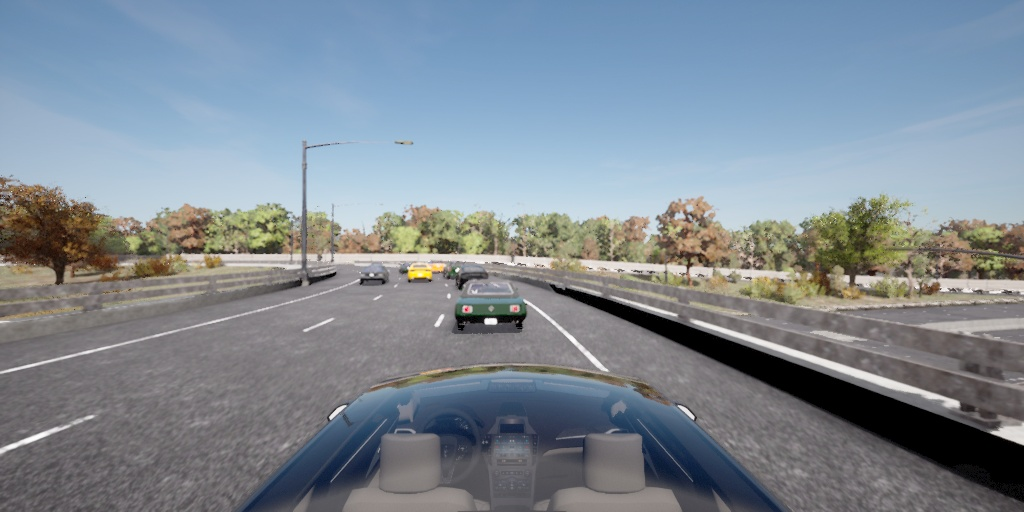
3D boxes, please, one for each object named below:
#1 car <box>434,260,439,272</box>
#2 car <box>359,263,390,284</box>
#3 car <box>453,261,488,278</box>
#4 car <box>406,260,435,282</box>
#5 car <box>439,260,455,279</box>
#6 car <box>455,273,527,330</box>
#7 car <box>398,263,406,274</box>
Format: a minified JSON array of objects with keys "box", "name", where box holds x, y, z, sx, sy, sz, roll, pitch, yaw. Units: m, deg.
[{"box":[-10.032,1.302,46.637,2.097,1.767,4.553,0,0,-24],"name":"car"},{"box":[-10.798,1.425,28.329,2.033,1.411,5.357,0,0,-15],"name":"car"},{"box":[-2.722,1.323,24.018,1.882,1.535,5.008,0,0,-12],"name":"car"},{"box":[-8.085,1.363,31.353,1.882,1.535,5.008,0,0,-16],"name":"car"},{"box":[-5.541,1.247,34.926,2.097,1.767,4.553,0,0,-17],"name":"car"},{"box":[-0.722,1.392,11.368,1.895,1.301,4.718,0,0,-5],"name":"car"},{"box":[-13.046,1.513,44.822,1.994,1.385,4.181,0,0,-24],"name":"car"}]
